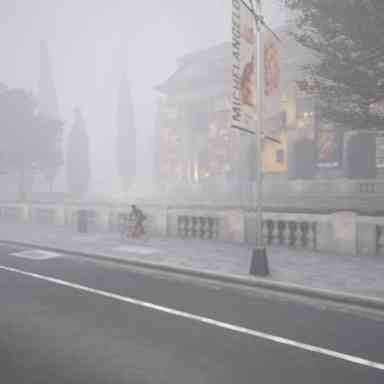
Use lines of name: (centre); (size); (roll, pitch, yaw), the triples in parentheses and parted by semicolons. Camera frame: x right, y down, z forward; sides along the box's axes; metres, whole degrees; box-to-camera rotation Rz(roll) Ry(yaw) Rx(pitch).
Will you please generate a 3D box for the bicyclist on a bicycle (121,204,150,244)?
bicyclist on a bicycle: (-2.332, 1.315, 13.895); (0.582, 1.620, 1.656); (0, 0, 35)
